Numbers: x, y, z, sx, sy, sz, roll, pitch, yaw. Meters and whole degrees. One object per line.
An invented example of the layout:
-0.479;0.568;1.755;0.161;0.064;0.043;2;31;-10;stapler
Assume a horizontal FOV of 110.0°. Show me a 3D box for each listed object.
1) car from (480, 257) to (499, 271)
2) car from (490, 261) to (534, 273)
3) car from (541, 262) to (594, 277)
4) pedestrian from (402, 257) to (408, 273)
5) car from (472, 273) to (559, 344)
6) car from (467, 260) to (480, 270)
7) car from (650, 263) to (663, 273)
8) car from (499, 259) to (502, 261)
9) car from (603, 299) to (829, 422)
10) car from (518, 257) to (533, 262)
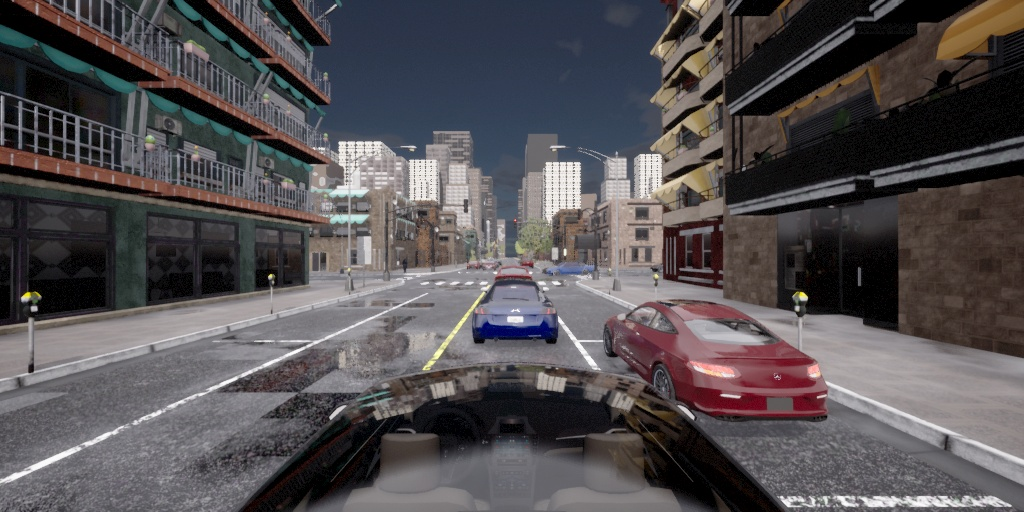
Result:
-3.178;1.312;51.374;1.812;1.442;4.674;0;0;0;car
0.067;1.235;18.610;1.882;1.535;5.008;0;0;0;car
5.673;1.273;35.838;5.357;1.411;2.033;-1;0;-12;car
-12.587;1.061;42.130;0.375;1.860;0.375;0;0;0;pedestrian
0.080;1.317;9.624;1.994;1.385;4.181;0;0;0;car
-5.877;1.336;54.883;1.888;1.381;4.507;0;0;0;car
17.426;1.127;39.254;4.313;1.339;1.948;0;0;0;car
-3.189;1.292;61.689;2.128;1.511;4.902;0;0;0;car
2.682;1.333;5.669;1.802;1.307;4.207;0;0;0;car
2.581;1.114;60.420;2.192;1.841;5.009;0;0;0;car
